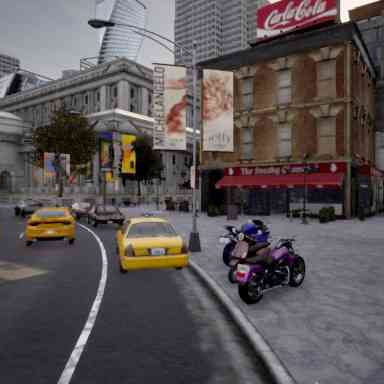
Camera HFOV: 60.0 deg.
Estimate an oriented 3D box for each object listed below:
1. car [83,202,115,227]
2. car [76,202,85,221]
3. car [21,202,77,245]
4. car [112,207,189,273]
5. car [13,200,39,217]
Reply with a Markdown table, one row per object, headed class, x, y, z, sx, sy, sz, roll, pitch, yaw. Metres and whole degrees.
| class | x | y | z | sx | sy | sz | roll | pitch | yaw |
| --- | --- | --- | --- | --- | --- | --- | --- | --- | --- |
| car | -6.003 | 1.591 | 22.679 | 1.895 | 1.301 | 4.718 | 0 | 0 | -25 |
| car | -9.033 | 1.513 | 27.542 | 2.002 | 1.452 | 4.674 | 0 | 0 | -35 |
| car | -6.600 | 1.472 | 15.769 | 1.882 | 1.535 | 5.008 | 0 | 0 | -20 |
| car | -1.493 | 1.456 | 10.762 | 1.801 | 1.575 | 5.366 | 0 | 0 | -15 |
| car | -14.728 | 1.478 | 29.934 | 2.128 | 1.511 | 4.902 | 0 | 0 | -38 |
